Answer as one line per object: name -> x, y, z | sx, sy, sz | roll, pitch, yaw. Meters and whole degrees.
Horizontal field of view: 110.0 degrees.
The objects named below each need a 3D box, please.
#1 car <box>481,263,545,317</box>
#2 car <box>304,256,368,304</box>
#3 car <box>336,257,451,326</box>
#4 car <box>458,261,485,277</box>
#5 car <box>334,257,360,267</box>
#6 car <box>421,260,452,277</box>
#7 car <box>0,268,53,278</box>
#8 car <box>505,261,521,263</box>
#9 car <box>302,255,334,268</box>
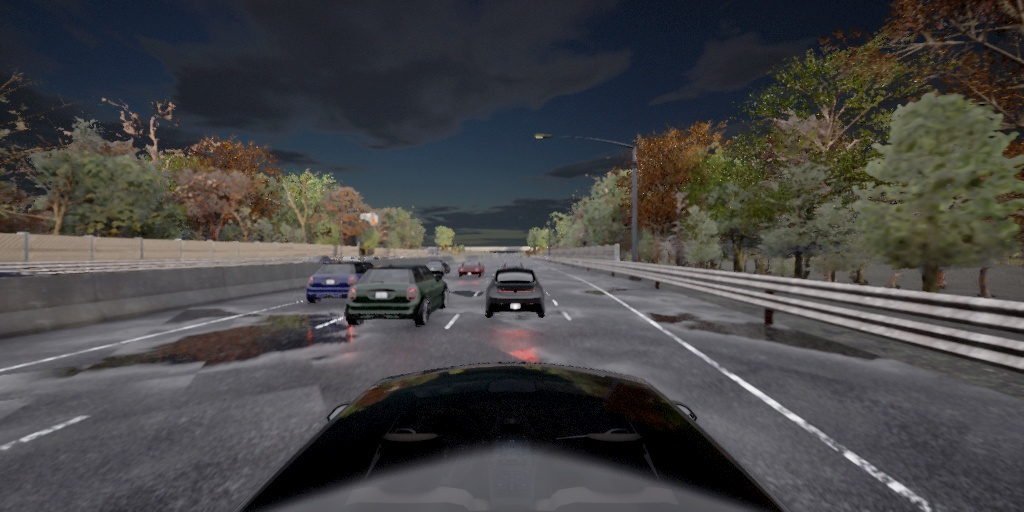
car -> 0.099, 1.166, 12.754 | 1.837, 1.490, 4.892 | 0, 1, 0
car -> -6.902, 0.989, 15.759 | 2.097, 1.767, 4.553 | 0, 0, 0
car -> -3.401, 1.023, 11.471 | 2.097, 1.767, 4.553 | 0, 0, 0
car -> -3.402, 1.123, 30.967 | 1.895, 1.301, 4.718 | 0, 0, 0
car -> -24.549, 0.890, 53.520 | 1.812, 1.442, 4.674 | 0, 1, 1
car -> -6.901, 1.071, 33.066 | 1.994, 1.385, 4.181 | 0, 0, 0
car -> -17.601, 1.162, 11.388 | 2.128, 1.511, 4.902 | 0, 0, 0
car -> 0.098, 1.123, 30.955 | 1.895, 1.301, 4.718 | 0, 0, 0
car -> -28.051, 0.727, 51.957 | 2.097, 1.767, 4.553 | 0, 0, 1
